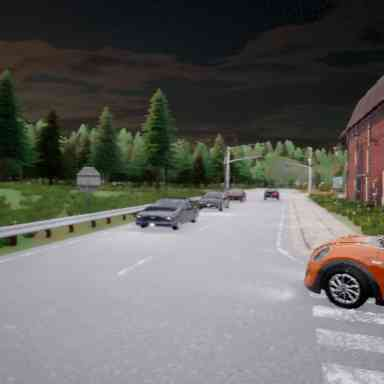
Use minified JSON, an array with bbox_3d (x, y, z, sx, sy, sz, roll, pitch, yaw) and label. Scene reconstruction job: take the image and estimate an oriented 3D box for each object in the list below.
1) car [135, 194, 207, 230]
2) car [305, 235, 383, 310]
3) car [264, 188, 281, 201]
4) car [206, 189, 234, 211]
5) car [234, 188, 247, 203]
[{"bbox_3d":[-0.991,0.969,16.973,2.033,1.411,5.357,2,2,16],"label":"car"},{"bbox_3d":[4.457,1.236,5.900,4.553,1.767,2.097,2,2,35],"label":"car"},{"bbox_3d":[10.539,0.296,43.632,1.837,1.490,4.892,2,2,16],"label":"car"},{"bbox_3d":[1.890,0.661,26.968,1.837,1.490,4.892,2,2,16],"label":"car"},{"bbox_3d":[5.091,0.342,38.026,1.882,1.535,5.008,2,2,16],"label":"car"}]
